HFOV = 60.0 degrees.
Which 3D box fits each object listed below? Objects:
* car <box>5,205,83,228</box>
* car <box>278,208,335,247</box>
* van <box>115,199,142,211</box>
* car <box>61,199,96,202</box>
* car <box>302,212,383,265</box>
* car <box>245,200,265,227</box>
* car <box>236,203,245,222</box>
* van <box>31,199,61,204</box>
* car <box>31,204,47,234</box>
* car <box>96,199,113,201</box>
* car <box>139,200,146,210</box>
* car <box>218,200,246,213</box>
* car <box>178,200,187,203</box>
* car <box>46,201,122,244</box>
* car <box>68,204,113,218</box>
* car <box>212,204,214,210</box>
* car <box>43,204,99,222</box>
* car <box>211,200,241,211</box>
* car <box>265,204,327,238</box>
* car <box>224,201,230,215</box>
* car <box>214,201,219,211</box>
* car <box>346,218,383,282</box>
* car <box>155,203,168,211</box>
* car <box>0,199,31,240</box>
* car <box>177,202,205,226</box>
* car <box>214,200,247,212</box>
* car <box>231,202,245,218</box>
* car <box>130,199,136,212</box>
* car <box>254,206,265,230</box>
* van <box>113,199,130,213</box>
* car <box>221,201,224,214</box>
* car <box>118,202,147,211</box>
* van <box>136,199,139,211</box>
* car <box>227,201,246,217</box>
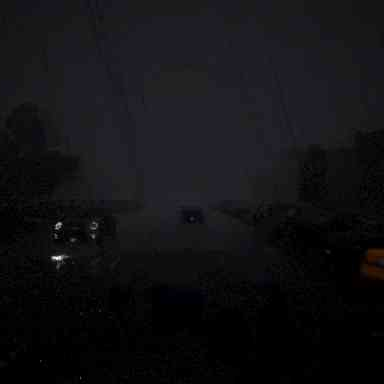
[{"bbox_3d":[-11.326,1.841,25.861,5.366,1.575,1.946,0,-2,-20],"label":"car"},{"bbox_3d":[6.377,1.592,13.708,5.008,1.535,2.097,1,-1,-20],"label":"car"},{"bbox_3d":[-11.285,2.312,58.802,4.442,1.987,1.878,0,-1,-19],"label":"van"},{"bbox_3d":[-11.548,1.657,28.784,5.566,2.045,2.435,0,-1,-20],"label":"car"},{"bbox_3d":[6.401,1.557,10.777,5.008,1.535,2.097,1,-1,-20],"label":"car"},{"bbox_3d":[6.307,1.613,22.506,4.553,1.767,2.185,1,-1,-20],"label":"car"},{"bbox_3d":[6.309,1.796,25.445,5.008,1.535,2.097,1,-2,-20],"label":"car"},{"bbox_3d":[-11.590,1.559,22.761,4.442,1.987,1.878,0,-1,-20],"label":"van"},{"bbox_3d":[-11.285,1.722,19.870,5.366,1.575,1.946,0,-1,-20],"label":"car"},{"bbox_3d":[-11.550,1.783,34.801,5.566,2.045,2.435,0,-1,-20],"label":"car"},{"bbox_3d":[-11.205,2.223,55.859,5.566,2.045,2.435,0,-2,-19],"label":"car"},{"bbox_3d":[6.183,2.099,40.119,5.008,1.535,2.097,1,-1,-21],"label":"car"},{"bbox_3d":[-1.870,2.708,65.205,2.033,1.411,5.357,0,-1,-1],"label":"car"},{"bbox_3d":[-5.149,1.521,16.621,2.097,1.767,4.553,0,-1,0],"label":"car"},{"bbox_3d":[-11.526,2.127,37.810,4.792,1.488,2.163,0,-1,-20],"label":"car"},{"bbox_3d":[6.069,2.280,48.932,5.008,1.535,2.097,1,-1,-21],"label":"car"},{"bbox_3d":[-11.525,1.972,31.793,4.892,1.521,2.231,0,-1,-20],"label":"car"},{"bbox_3d":[5.900,2.336,57.775,4.553,1.767,2.185,1,-2,-21],"label":"car"},{"bbox_3d":[6.341,1.510,16.641,4.553,1.767,2.185,1,-1,-20],"label":"car"},{"bbox_3d":[6.246,1.978,34.248,5.008,1.535,2.097,1,-1,-21],"label":"car"},{"bbox_3d":[5.965,2.153,42.988,5.366,1.575,1.946,1,-1,-21],"label":"car"},{"bbox_3d":[6.578,1.525,7.905,5.366,1.575,1.946,1,-1,-20],"label":"car"},{"bbox_3d":[-5.200,2.556,57.877,2.033,1.411,5.357,0,-1,1],"label":"car"},{"bbox_3d":[-11.471,1.423,16.805,5.566,2.045,2.435,-1,-1,-20],"label":"car"},{"bbox_3d":[-0.015,1.825,26.297,1.882,1.535,5.008,0,-1,0],"label":"car"},{"bbox_3d":[5.990,2.215,51.877,4.553,1.767,2.185,1,-2,-21],"label":"car"},{"bbox_3d":[6.283,1.858,28.382,4.892,1.521,2.231,1,-2,-20],"label":"car"},{"bbox_3d":[-11.308,2.223,49.851,4.553,1.767,2.185,0,-1,-19],"label":"car"},{"bbox_3d":[6.358,1.724,19.571,4.674,1.452,2.002,1,-1,-20],"label":"car"},{"bbox_3d":[-11.500,2.061,46.801,4.442,1.987,1.878,0,-1,-19],"label":"van"},{"bbox_3d":[6.179,2.067,37.173,4.792,1.488,2.163,1,-1,-20],"label":"car"},{"bbox_3d":[-11.113,2.600,61.835,5.008,1.535,2.097,0,-1,-19],"label":"car"},{"bbox_3d":[-11.177,2.185,52.889,4.442,1.987,1.878,0,-2,-19],"label":"van"},{"bbox_3d":[6.261,1.918,31.313,4.892,1.521,2.231,1,-2,-20],"label":"car"}]
